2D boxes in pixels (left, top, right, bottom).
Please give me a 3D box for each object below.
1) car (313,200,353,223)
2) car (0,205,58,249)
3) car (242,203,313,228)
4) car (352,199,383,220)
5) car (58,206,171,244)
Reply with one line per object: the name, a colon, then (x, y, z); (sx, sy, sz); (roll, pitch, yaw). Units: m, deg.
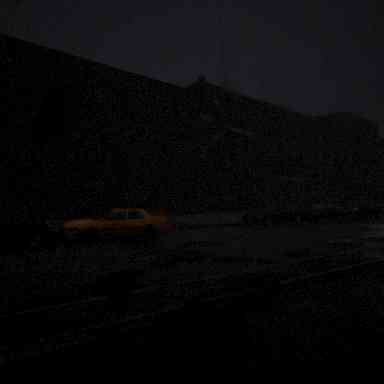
car: (10.025, 1.559, 25.659); (4.674, 1.452, 2.002); (0, 0, -36)
car: (-7.896, 1.324, 12.775); (4.553, 1.767, 2.185); (0, 0, -36)
car: (5.543, 1.503, 22.436); (4.892, 1.521, 2.231); (0, 0, -36)
car: (14.434, 1.411, 28.829); (4.553, 1.767, 2.185); (0, 0, -36)
car: (-3.584, 1.463, 15.873); (5.366, 1.575, 1.946); (0, 0, -36)
